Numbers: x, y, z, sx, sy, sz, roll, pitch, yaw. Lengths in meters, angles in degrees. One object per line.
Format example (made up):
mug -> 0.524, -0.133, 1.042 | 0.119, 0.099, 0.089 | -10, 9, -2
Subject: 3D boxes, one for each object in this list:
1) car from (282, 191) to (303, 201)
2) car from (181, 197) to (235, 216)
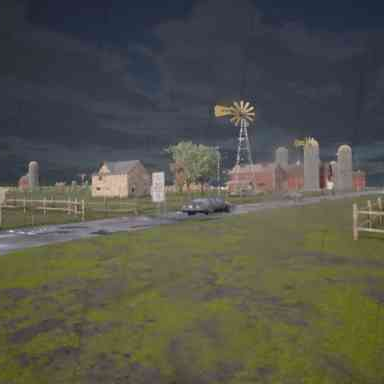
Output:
car -> 14.872, 0.612, 49.322 | 1.994, 1.385, 4.181 | -1, 1, 36
car -> 1.354, 1.078, 25.956 | 2.033, 1.411, 5.357 | -1, 1, 36
